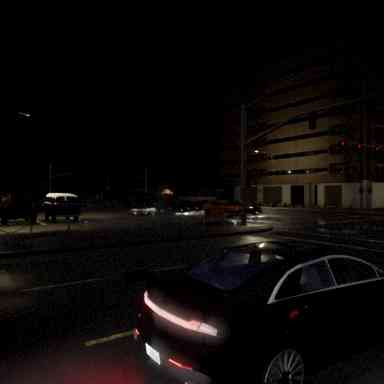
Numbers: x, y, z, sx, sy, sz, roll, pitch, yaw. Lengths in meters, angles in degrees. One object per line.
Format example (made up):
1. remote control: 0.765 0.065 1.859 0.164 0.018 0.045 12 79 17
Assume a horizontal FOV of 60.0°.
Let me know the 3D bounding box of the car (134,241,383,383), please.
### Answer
1. car: 1.594 1.492 4.879 4.902 1.511 2.128 0 0 -34

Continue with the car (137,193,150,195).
1. car: -10.431 1.277 69.498 2.150 2.045 5.566 0 0 -34

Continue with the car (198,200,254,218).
1. car: 3.060 1.533 30.769 1.882 1.535 5.008 0 0 -34

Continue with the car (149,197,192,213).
1. car: -2.597 1.603 39.060 2.033 1.411 5.357 0 0 -34

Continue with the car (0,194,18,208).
1. car: -31.421 1.209 56.553 1.932 1.855 4.605 0 0 -34

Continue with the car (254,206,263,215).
1. car: 4.807 1.603 34.418 2.033 1.411 5.357 0 0 -34

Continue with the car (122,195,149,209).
1. car: -8.454 1.533 47.659 1.882 1.535 5.008 0 0 -34

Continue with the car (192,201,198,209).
1. car: -0.659 1.656 42.431 1.895 1.301 4.718 0 0 -34

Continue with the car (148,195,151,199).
1. car: -6.240 1.560 50.632 1.837 1.490 4.892 0 0 -34
